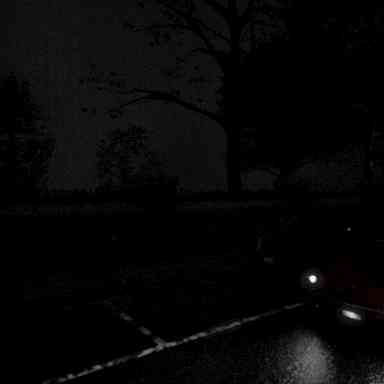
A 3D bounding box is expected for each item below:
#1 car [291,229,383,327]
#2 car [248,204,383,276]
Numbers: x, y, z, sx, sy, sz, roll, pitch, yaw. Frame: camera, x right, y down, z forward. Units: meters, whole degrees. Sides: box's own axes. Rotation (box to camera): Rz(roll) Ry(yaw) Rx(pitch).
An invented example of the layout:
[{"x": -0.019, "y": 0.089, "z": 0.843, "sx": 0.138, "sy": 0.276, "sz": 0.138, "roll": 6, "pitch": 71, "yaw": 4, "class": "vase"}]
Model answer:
[{"x": 4.253, "y": 1.579, "z": 6.427, "sx": 4.718, "sy": 1.301, "sz": 1.895, "roll": 0, "pitch": 0, "yaw": -36, "class": "car"}, {"x": 3.859, "y": 1.289, "z": 9.333, "sx": 5.009, "sy": 1.841, "sz": 2.192, "roll": 0, "pitch": 0, "yaw": -36, "class": "car"}]
